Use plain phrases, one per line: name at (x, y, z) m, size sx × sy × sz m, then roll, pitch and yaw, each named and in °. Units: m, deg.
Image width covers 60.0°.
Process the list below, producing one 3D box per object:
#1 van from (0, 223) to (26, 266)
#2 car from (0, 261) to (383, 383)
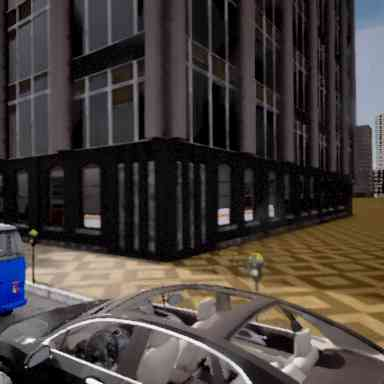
van at (-4.822, 1.416, 6.315) m, size 3.998 × 1.788 × 1.690 m, roll -1°, pitch 0°, yaw 36°
car at (-0.209, 1.569, 3.024) m, size 4.403 × 1.369 × 2.008 m, roll -1°, pitch 0°, yaw 36°
